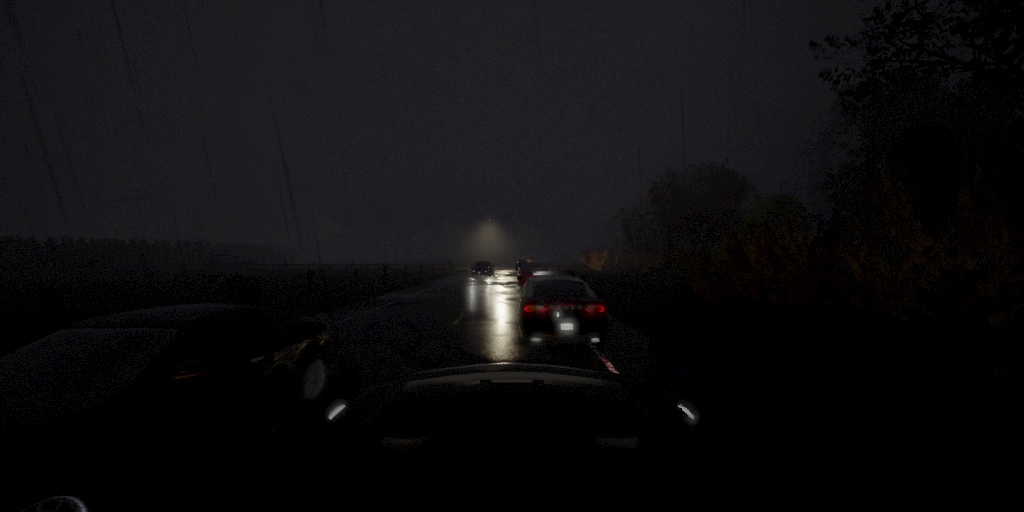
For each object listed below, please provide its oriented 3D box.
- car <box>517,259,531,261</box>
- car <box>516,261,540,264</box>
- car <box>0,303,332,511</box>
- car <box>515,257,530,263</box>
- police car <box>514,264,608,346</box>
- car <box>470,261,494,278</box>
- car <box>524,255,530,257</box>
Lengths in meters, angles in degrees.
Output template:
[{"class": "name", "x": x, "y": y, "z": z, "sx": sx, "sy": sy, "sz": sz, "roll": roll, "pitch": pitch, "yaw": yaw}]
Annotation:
[{"class": "car", "x": 1.421, "y": 1.219, "z": 25.410, "sx": 1.882, "sy": 1.535, "sz": 5.008, "roll": 0, "pitch": 0, "yaw": 2}, {"class": "car", "x": 1.265, "y": 1.222, "z": 19.432, "sx": 1.882, "sy": 1.535, "sz": 5.008, "roll": 0, "pitch": 0, "yaw": 1}, {"class": "car", "x": -3.579, "y": 1.275, "z": 3.567, "sx": 1.812, "sy": 1.442, "sz": 4.674, "roll": 0, "pitch": 0, "yaw": 0}, {"class": "car", "x": 1.444, "y": 1.228, "z": 49.164, "sx": 1.837, "sy": 1.490, "sz": 4.892, "roll": 0, "pitch": 0, "yaw": 4}, {"class": "police car", "x": 1.098, "y": 1.173, "z": 9.576, "sx": 1.930, "sy": 1.638, "sz": 5.238, "roll": 0, "pitch": 0, "yaw": 1}, {"class": "car", "x": -2.769, "y": 1.236, "z": 34.178, "sx": 1.837, "sy": 1.490, "sz": 4.892, "roll": 0, "pitch": 1, "yaw": 2}, {"class": "car", "x": 2.150, "y": 1.062, "z": 61.096, "sx": 2.097, "sy": 1.767, "sz": 4.553, "roll": 0, "pitch": 0, "yaw": 4}]
